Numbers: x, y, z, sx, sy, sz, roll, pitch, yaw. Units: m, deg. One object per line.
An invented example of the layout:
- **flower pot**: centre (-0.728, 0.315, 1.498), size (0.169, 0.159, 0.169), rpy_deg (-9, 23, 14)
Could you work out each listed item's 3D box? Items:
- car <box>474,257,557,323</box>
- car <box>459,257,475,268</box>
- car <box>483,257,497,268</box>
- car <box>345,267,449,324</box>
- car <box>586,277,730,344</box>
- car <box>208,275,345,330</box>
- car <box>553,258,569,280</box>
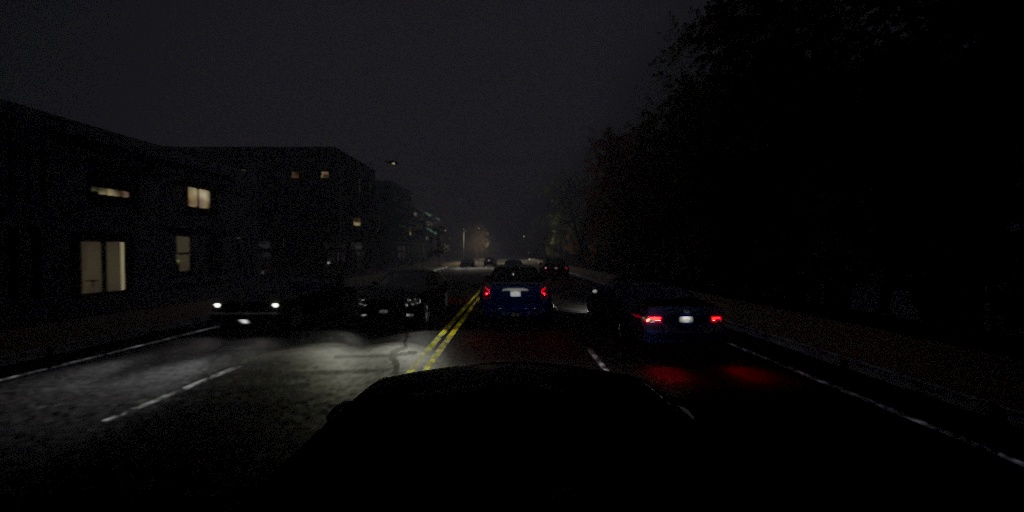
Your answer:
- **car**: centre (0.095, 1.038, 11.935), size (2.097, 1.767, 4.553), rpy_deg (0, 0, 0)
- **car**: centre (-6.589, 0.945, 53.750), size (1.812, 1.442, 4.674), rpy_deg (0, 0, 0)
- **car**: centre (-3.337, 0.919, 54.664), size (1.837, 1.490, 4.892), rpy_deg (0, 0, 0)
- **car**: centre (-3.355, 1.163, 11.856), size (1.882, 1.535, 5.008), rpy_deg (0, 0, 0)
- **car**: centre (3.347, 1.250, 9.400), size (2.033, 1.411, 5.357), rpy_deg (0, 0, 0)
- **car**: centre (-6.605, 1.291, 11.055), size (1.895, 1.301, 4.718), rpy_deg (0, 0, 0)
- **car**: centre (3.338, 0.928, 29.316), size (2.097, 1.767, 4.553), rpy_deg (0, 0, 0)
